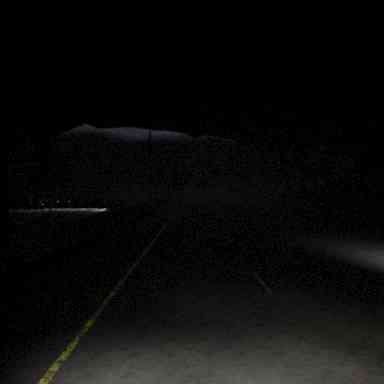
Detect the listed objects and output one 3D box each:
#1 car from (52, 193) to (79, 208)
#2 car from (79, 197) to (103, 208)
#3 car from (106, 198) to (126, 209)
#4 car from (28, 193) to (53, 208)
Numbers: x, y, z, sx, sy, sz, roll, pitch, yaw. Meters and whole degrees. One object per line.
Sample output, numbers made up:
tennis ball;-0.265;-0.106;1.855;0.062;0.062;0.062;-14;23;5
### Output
car;-17.558;1.347;47.460;2.097;1.767;4.553;0;0;1
car;-14.059;1.521;47.565;1.812;1.442;4.674;0;0;0
car;-10.562;1.522;46.729;1.812;1.442;4.674;0;0;1
car;-21.054;1.213;47.335;2.150;2.045;5.566;0;0;1
